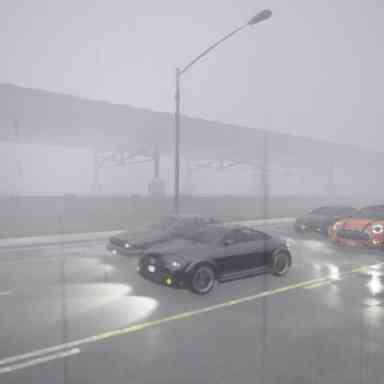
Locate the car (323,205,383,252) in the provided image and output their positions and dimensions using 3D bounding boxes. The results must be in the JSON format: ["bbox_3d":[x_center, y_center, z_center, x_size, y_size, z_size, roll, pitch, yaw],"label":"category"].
[{"bbox_3d":[7.805,1.337,13.764,4.553,1.767,2.097,0,0,-35],"label":"car"}]

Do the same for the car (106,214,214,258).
[{"bbox_3d":[-0.338,1.556,12.322,5.357,1.411,2.033,0,0,-35],"label":"car"}]

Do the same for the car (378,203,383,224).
[{"bbox_3d":[15.522,1.463,23.492,5.357,1.411,2.033,-1,0,-35],"label":"car"}]

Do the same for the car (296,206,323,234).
[{"bbox_3d":[7.470,1.486,17.793,4.892,1.490,1.837,0,0,-35],"label":"car"}]

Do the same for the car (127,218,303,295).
[{"bbox_3d":[0.709,1.570,8.769,4.181,1.385,1.994,0,0,-35],"label":"car"}]
